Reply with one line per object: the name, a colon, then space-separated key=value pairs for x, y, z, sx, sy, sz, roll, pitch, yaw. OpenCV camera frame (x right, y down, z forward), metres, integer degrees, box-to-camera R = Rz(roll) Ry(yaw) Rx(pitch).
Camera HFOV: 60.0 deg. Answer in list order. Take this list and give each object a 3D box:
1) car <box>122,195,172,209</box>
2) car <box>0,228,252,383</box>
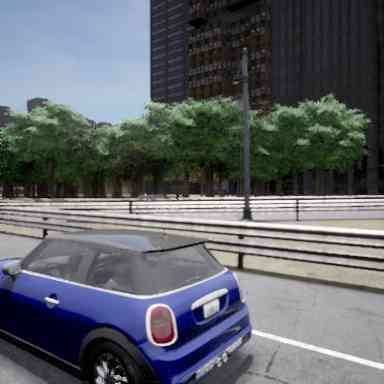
car: x=-3.721 y=0.910 z=26.034 sx=4.553 sy=1.767 sz=2.097 roll=-1 pitch=0 yaw=7
car: x=-1.501 y=1.335 z=5.024 sx=4.553 sy=1.767 sz=2.097 roll=0 pitch=0 yaw=36
